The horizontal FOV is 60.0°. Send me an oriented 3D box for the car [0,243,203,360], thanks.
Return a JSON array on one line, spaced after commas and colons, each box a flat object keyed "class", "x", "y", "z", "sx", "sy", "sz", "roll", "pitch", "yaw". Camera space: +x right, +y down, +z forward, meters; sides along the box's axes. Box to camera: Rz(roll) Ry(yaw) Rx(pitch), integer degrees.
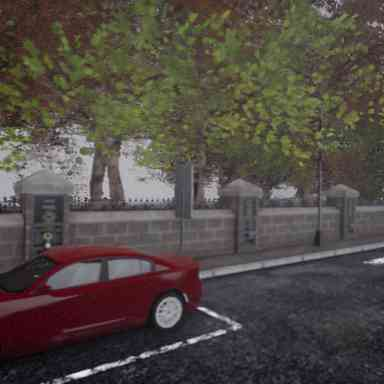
[{"class": "car", "x": -1.903, "y": 1.564, "z": 5.360, "sx": 4.507, "sy": 1.381, "sz": 1.887, "roll": 1, "pitch": 0, "yaw": -36}]
